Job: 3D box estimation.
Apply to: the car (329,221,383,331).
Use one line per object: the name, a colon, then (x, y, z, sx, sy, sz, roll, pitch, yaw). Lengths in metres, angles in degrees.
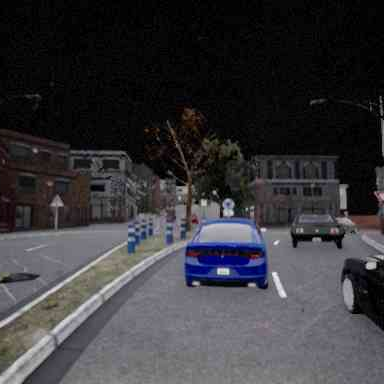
car: (3.625, 1.455, 4.370, 1.882, 1.535, 5.008, 0, 1, 5)

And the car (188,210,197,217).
car: (0.113, 5.972, 92.171, 2.033, 1.411, 5.357, -1, 0, 5)

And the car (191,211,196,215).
car: (-0.067, 5.570, 69.414, 2.150, 2.045, 5.566, 0, 0, -6)

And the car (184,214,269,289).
car: (1.044, 1.449, 9.201, 1.882, 1.535, 5.008, -1, 0, 10)

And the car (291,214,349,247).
car: (5.318, 1.578, 14.402, 1.895, 1.301, 4.718, -2, -3, 18)

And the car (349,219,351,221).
car: (13.331, 3.015, 29.860, 1.837, 1.490, 4.892, -5, -8, 40)
